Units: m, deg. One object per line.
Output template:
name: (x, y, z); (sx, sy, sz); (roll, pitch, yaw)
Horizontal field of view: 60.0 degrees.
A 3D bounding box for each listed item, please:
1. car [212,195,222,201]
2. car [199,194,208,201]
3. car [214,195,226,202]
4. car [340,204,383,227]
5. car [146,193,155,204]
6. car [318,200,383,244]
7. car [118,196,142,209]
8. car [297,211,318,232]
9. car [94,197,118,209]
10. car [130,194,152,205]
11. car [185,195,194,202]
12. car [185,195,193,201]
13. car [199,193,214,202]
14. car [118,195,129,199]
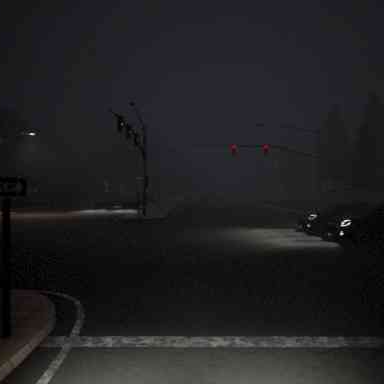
car: (6.267, 1.467, 83.583); (2.128, 1.511, 4.902); (0, 0, -1)
car: (2.767, 1.305, 83.515); (2.097, 1.767, 4.553); (0, 0, -1)
car: (6.419, 1.511, 73.507); (1.812, 1.442, 4.674); (0, 0, -1)
car: (13.056, 1.544, 22.257); (5.357, 1.411, 2.033); (0, 0, 0)
car: (-8.497, 1.208, 65.445); (2.150, 2.045, 5.566); (0, 0, 0)
car: (8.544, 1.349, 15.226); (4.553, 1.767, 2.097); (0, 0, 0)
car: (-8.253, 1.593, 45.096); (1.895, 1.301, 4.718); (0, 0, -1)
car: (8.354, 1.349, 18.724); (4.553, 1.767, 2.097); (0, 0, 0)
car: (-11.752, 1.593, 44.967); (1.895, 1.301, 4.718); (0, 0, -1)
car: (-8.391, 1.538, 54.741); (2.033, 1.411, 5.357); (0, 0, -1)
car: (-0.575, 1.465, 73.028); (1.882, 1.535, 5.008); (0, 0, -1)
car: (-0.732, 1.490, 83.467); (1.994, 1.385, 4.181); (0, 0, -1)
car: (2.927, 1.212, 72.992); (2.150, 2.045, 5.566); (0, 0, -1)
car: (-11.876, 1.516, 53.868); (1.812, 1.442, 4.674); (0, 0, -1)
